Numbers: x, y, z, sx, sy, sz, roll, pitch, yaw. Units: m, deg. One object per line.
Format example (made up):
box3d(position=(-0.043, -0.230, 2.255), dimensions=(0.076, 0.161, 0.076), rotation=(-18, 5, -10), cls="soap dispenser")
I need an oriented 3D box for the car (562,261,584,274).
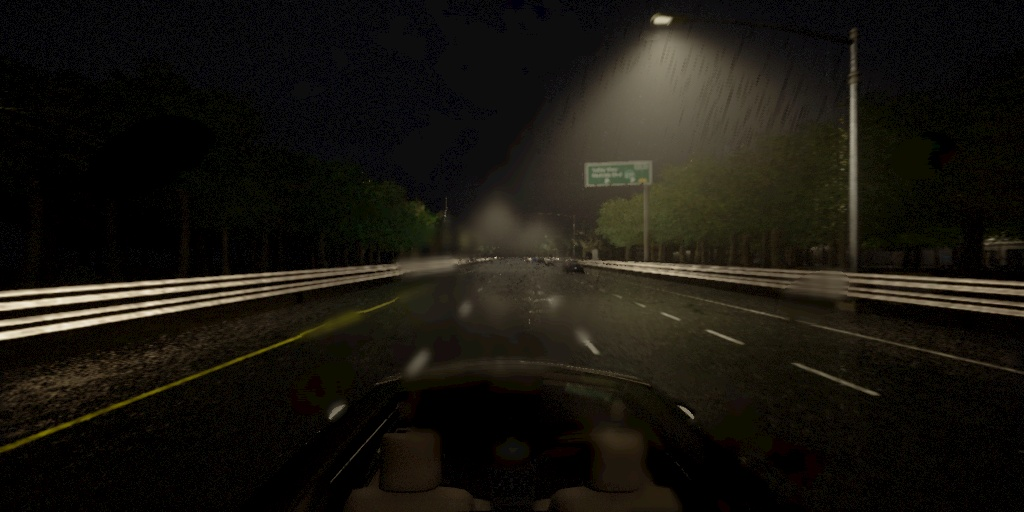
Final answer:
box3d(position=(7.031, 1.305, 41.646), dimensions=(1.994, 1.385, 4.181), rotation=(0, 0, 0), cls="car")
